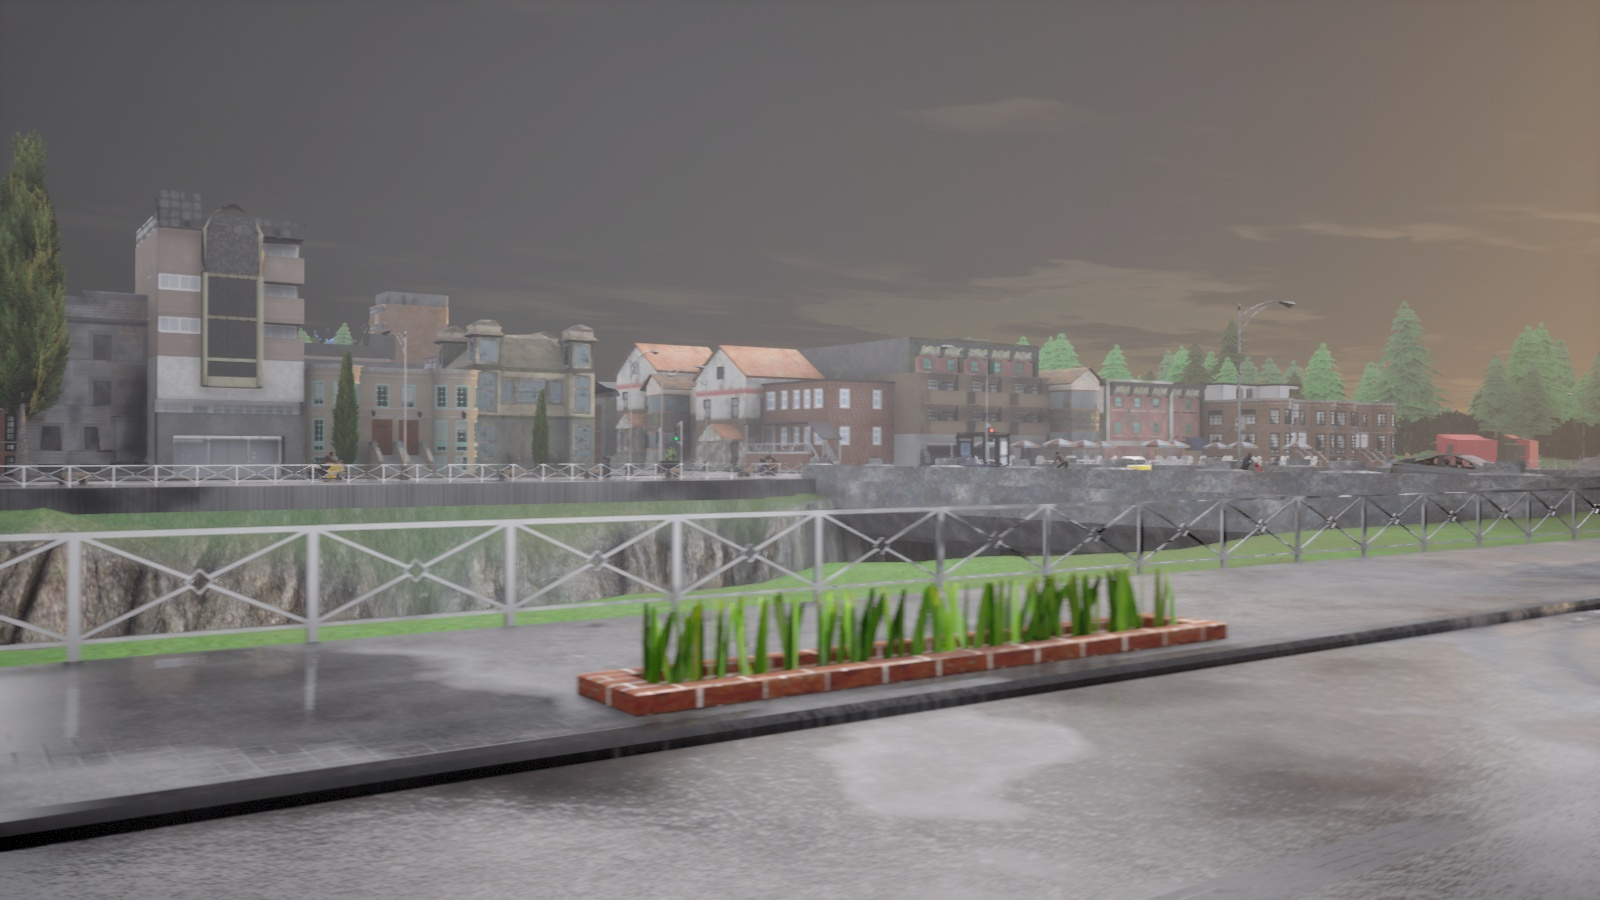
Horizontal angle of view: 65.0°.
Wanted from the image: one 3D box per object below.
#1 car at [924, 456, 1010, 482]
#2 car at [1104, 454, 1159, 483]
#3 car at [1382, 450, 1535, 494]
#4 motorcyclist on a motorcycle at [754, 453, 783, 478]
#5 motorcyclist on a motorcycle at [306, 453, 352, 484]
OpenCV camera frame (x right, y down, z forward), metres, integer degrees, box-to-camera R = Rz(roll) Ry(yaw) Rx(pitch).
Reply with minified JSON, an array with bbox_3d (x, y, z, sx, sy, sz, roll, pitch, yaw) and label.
[{"bbox_3d":[8.884,0.991,67.284,1.895,1.301,4.718,0,0,-34],"label":"car"},{"bbox_3d":[16.643,0.919,63.114,1.481,1.376,2.207,0,0,-35],"label":"car"},{"bbox_3d":[23.906,0.753,45.759,2.007,1.525,4.514,0,0,-34],"label":"car"},{"bbox_3d":[-1.993,0.980,80.109,0.866,1.530,2.191,-1,-1,29],"label":"motorcyclist on a motorcycle"},{"bbox_3d":[-23.636,0.931,63.012,2.044,1.523,0.797,0,0,-35],"label":"motorcyclist on a motorcycle"}]
